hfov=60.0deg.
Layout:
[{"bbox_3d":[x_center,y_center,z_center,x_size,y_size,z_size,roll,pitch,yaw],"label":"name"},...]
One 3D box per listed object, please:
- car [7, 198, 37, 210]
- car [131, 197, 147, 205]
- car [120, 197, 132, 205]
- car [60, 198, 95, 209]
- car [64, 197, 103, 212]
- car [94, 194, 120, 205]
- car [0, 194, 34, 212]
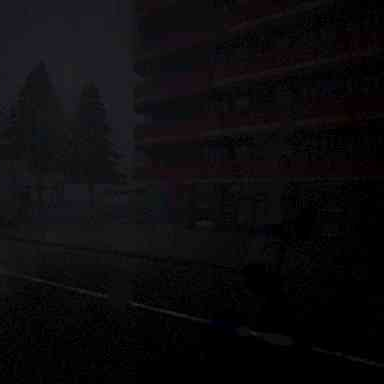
[{"bbox_3d":[-19.164,1.684,40.212,1.895,1.301,4.718,0,0,34],"label":"car"},{"bbox_3d":[-6.974,1.624,56.259,5.357,1.411,2.033,0,0,-43],"label":"car"},{"bbox_3d":[-10.750,1.616,57.270,1.812,1.442,4.674,0,0,44],"label":"car"},{"bbox_3d":[-16.992,1.620,49.468,1.812,1.442,4.674,0,0,36],"label":"car"},{"bbox_3d":[-12.881,1.604,36.686,2.033,1.411,5.357,0,0,34],"label":"car"},{"bbox_3d":[-13.651,1.303,48.258,2.150,2.045,5.566,0,0,36],"label":"car"},{"bbox_3d":[-22.448,1.317,41.595,2.150,2.045,5.566,0,0,34],"label":"car"}]
